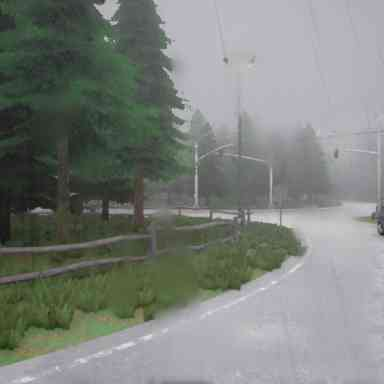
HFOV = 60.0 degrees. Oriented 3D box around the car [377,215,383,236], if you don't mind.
[{"bbox_3d":[10.280,1.352,15.442,2.097,1.767,4.553,0,0,15],"label":"car"}]
